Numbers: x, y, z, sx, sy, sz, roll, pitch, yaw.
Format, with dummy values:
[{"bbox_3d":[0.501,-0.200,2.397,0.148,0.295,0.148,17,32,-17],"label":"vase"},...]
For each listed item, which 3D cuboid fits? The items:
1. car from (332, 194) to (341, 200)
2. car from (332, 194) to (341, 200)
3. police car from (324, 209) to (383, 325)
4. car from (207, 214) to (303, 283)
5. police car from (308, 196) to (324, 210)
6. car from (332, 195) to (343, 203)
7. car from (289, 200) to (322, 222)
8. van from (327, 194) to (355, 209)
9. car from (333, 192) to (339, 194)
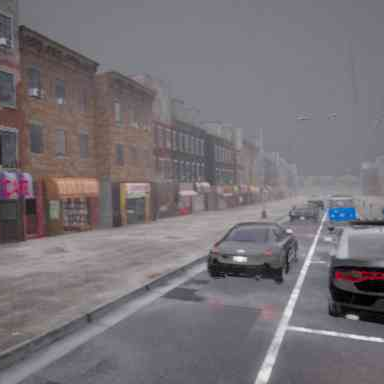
[{"bbox_3d":[36.348,1.212,83.664,1.947,1.339,4.313,-3,-1,23],"label":"car"},{"bbox_3d":[34.168,1.232,78.579,1.947,1.339,4.313,-3,-1,23],"label":"car"},{"bbox_3d":[3.918,1.374,7.076,1.930,1.638,5.238,-2,0,23],"label":"police car"},{"bbox_3d":[1.951,1.579,9.859,1.994,1.385,4.181,-2,0,23],"label":"car"},{"bbox_3d":[15.461,1.310,41.619,1.930,1.638,5.238,-2,0,23],"label":"police car"},{"bbox_3d":[27.691,1.251,63.482,1.752,1.417,4.829,-3,-1,23],"label":"car"},{"bbox_3d":[8.667,1.550,25.515,1.895,1.301,4.718,-2,0,23],"label":"car"},{"bbox_3d":[10.170,1.235,22.653,1.690,1.788,3.998,-3,-1,23],"label":"van"},{"bbox_3d":[14.530,1.167,32.822,2.192,1.841,5.009,-3,-1,23],"label":"car"}]
